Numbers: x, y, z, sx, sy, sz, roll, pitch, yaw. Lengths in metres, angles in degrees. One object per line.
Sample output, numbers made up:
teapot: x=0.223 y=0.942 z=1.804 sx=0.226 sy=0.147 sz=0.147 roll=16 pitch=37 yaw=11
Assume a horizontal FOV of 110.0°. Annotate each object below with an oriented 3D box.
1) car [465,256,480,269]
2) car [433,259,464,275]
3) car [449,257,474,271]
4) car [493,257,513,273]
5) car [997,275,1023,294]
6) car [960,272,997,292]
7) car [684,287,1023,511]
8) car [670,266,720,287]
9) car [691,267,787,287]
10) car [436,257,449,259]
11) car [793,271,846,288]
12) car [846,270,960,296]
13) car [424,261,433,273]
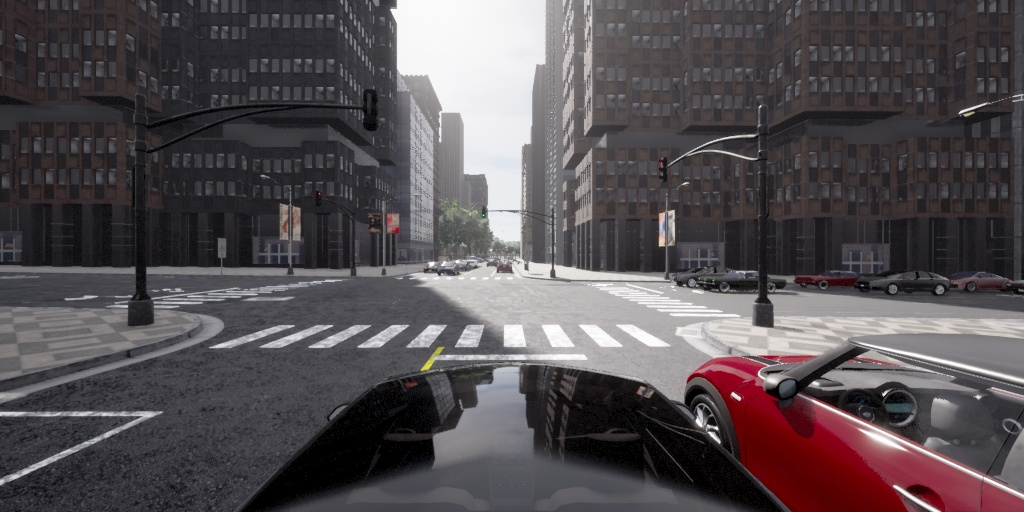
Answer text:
car: x=-6.962 y=1.015 z=59.212 sx=2.150 sy=2.045 sz=5.566 roll=0 pitch=0 yaw=0
car: x=-6.684 y=1.294 z=38.314 sx=2.033 sy=1.411 sz=5.357 roll=0 pitch=0 yaw=-1
car: x=-6.832 y=1.261 z=48.581 sx=2.128 sy=1.511 sz=4.902 roll=0 pitch=0 yaw=-1
car: x=-0.905 y=1.197 z=43.519 sx=1.967 sy=1.591 sz=4.097 roll=0 pitch=0 yaw=-1
car: x=34.741 y=1.826 z=22.591 sx=5.357 sy=1.411 sz=2.033 roll=1 pitch=0 yaw=-1
car: x=33.039 y=1.814 z=25.816 sx=4.181 sy=1.385 sz=1.994 roll=1 pitch=0 yaw=-1
car: x=2.761 y=1.190 z=2.153 sx=1.967 sy=1.591 sz=4.097 roll=0 pitch=0 yaw=0
car: x=13.854 y=1.476 z=25.578 sx=4.892 sy=1.490 sz=1.837 roll=1 pitch=0 yaw=-1
car: x=14.160 y=1.580 z=22.332 sx=4.718 sy=1.301 sz=1.895 roll=1 pitch=0 yaw=-3
car: x=-9.503 y=1.084 z=48.831 sx=2.192 sy=1.841 sz=5.009 roll=0 pitch=0 yaw=-1
car: x=23.073 y=1.706 z=25.682 sx=4.718 sy=1.301 sz=1.895 roll=1 pitch=0 yaw=-1
car: x=24.360 y=1.632 z=22.464 sx=4.892 sy=1.490 sz=1.837 roll=1 pitch=0 yaw=-1
car: x=-9.429 y=1.323 z=43.406 sx=1.948 sy=1.339 sz=4.313 roll=0 pitch=0 yaw=-1
